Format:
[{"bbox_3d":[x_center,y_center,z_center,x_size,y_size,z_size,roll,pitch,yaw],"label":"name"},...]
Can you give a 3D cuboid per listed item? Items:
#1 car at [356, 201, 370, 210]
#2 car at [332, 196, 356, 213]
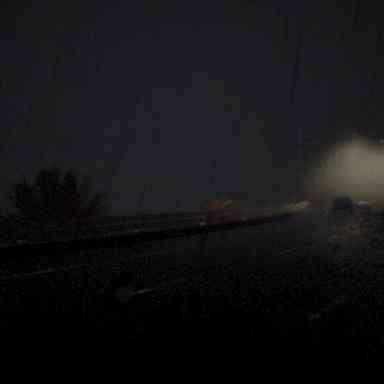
[{"bbox_3d":[25.884,2.007,50.969,1.994,1.385,4.181,0,0,17],"label":"car"},{"bbox_3d":[19.106,1.575,42.181,2.150,2.045,5.566,0,0,23],"label":"car"}]
